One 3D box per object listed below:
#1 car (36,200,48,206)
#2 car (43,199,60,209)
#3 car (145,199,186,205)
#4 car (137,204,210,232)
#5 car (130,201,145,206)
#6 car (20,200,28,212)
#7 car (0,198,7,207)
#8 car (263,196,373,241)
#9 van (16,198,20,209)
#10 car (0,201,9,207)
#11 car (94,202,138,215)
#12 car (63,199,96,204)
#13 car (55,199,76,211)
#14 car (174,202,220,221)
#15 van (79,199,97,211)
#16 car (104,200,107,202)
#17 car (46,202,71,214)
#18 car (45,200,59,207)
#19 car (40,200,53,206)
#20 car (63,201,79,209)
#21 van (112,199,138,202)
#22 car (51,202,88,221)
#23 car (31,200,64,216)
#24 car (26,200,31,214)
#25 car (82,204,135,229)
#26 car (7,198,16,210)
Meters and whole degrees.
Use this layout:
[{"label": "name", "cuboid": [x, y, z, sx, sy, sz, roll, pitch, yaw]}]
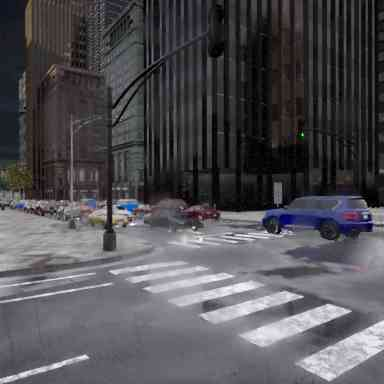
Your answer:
[{"label": "car", "cuboid": [-37.684, 2.711, 83.454, 2.008, 1.369, 4.403, -1, 0, -35]}, {"label": "car", "cuboid": [-27.011, 2.240, 63.831, 2.097, 1.767, 4.553, 0, -1, -35]}, {"label": "car", "cuboid": [-2.315, 1.668, 33.625, 2.192, 1.841, 5.009, -1, 0, -35]}, {"label": "car", "cuboid": [-1.414, 1.791, 22.180, 2.033, 1.411, 5.357, 0, -1, -35]}, {"label": "car", "cuboid": [-5.249, 2.004, 37.777, 1.802, 1.307, 4.206, -1, 0, -35]}, {"label": "car", "cuboid": [-23.299, 2.158, 48.452, 1.967, 1.590, 4.097, -1, 0, -35]}, {"label": "car", "cuboid": [-41.221, 2.668, 73.707, 1.887, 1.381, 4.507, -1, 0, -35]}, {"label": "car", "cuboid": [6.209, 1.255, 17.048, 2.150, 2.045, 5.566, 0, -1, -35]}, {"label": "van", "cuboid": [-26.129, 2.124, 52.436, 1.690, 1.788, 3.998, -1, 0, -35]}, {"label": "car", "cuboid": [-44.332, 2.773, 78.092, 1.802, 1.307, 4.206, -1, 0, -35]}, {"label": "car", "cuboid": [-7.012, 1.902, 30.122, 1.812, 1.442, 4.674, 0, -1, -35]}, {"label": "car", "cuboid": [-12.890, 1.867, 38.417, 2.097, 1.767, 4.553, 0, -1, -35]}, {"label": "car", "cuboid": [-21.289, 2.109, 55.784, 2.097, 1.767, 4.553, 0, -1, -36]}, {"label": "car", "cuboid": [0.630, 1.828, 29.473, 1.887, 1.381, 4.507, -1, 0, -35]}, {"label": "van", "cuboid": [-17.012, 2.038, 54.384, 1.690, 1.788, 3.998, -1, 0, -35]}, {"label": "car", "cuboid": [-11.133, 1.875, 46.080, 2.192, 1.841, 5.009, -1, 0, -35]}, {"label": "car", "cuboid": [-18.871, 2.146, 46.918, 2.128, 1.511, 4.902, 0, -1, -35]}, {"label": "car", "cuboid": [-31.662, 2.596, 74.969, 1.947, 1.339, 4.313, -1, 0, -35]}, {"label": "car", "cuboid": [-34.674, 2.662, 79.212, 1.947, 1.339, 4.313, -1, 0, -35]}, {"label": "car", "cuboid": [-22.630, 2.408, 62.242, 1.802, 1.307, 4.206, -1, 0, -35]}, {"label": "van", "cuboid": [-8.194, 1.833, 41.929, 1.690, 1.788, 3.998, -1, 0, -35]}, {"label": "car", "cuboid": [-11.986, 2.004, 32.515, 2.008, 1.369, 4.403, -1, 0, -35]}, {"label": "car", "cuboid": [-17.647, 1.901, 40.484, 2.192, 1.841, 5.009, -1, 0, -35]}, {"label": "car", "cuboid": [-20.470, 2.197, 44.468, 1.887, 1.381, 4.507, -1, 0, -35]}, {"label": "car", "cuboid": [-6.233, 1.843, 24.408, 1.752, 1.417, 4.829, -1, 0, -35]}, {"label": "car", "cuboid": [-31.886, 2.355, 60.550, 1.967, 1.590, 4.097, -1, 0, -35]}]
